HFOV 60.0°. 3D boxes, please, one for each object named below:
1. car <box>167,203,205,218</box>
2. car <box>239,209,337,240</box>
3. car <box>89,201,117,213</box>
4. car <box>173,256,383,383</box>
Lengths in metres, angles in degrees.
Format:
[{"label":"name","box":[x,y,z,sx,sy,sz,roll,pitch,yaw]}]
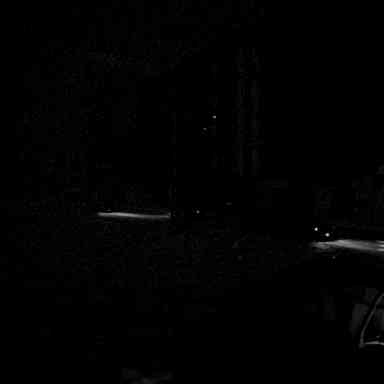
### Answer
[{"label":"car","box":[-0.634,1.718,30.900,1.994,1.385,4.181,0,0,-36]},{"label":"car","box":[4.920,1.655,18.030,2.033,1.411,5.357,0,0,-36]},{"label":"car","box":[-10.801,1.785,40.114,1.895,1.301,4.718,0,0,-35]},{"label":"car","box":[1.828,1.587,4.117,4.313,1.339,1.947,0,0,-36]}]
